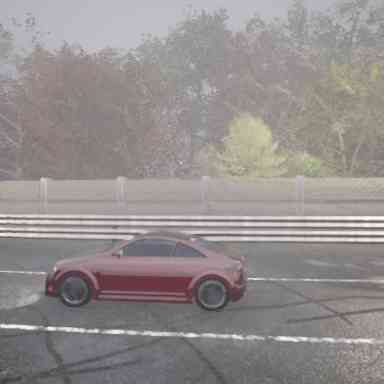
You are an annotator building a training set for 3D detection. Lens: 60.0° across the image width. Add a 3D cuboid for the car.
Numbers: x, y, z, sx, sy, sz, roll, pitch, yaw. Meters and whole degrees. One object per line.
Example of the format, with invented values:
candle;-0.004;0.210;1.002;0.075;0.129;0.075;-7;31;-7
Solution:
car;-0.919;1.563;7.244;4.181;1.385;1.994;0;0;6
